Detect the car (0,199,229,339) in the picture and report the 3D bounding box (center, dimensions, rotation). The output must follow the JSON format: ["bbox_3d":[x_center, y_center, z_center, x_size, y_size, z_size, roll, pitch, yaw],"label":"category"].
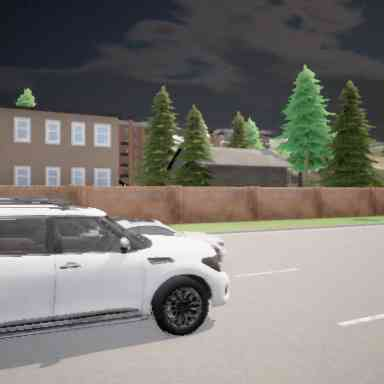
[{"bbox_3d":[-2.154,1.219,5.460,5.566,2.045,2.150,0,0,-23],"label":"car"}]

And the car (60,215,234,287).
[{"bbox_3d":[-1.279,1.524,9.621,4.674,1.442,1.812,0,0,-23],"label":"car"}]

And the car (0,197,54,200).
[{"bbox_3d":[-5.052,1.219,11.835,5.566,2.045,2.150,0,0,-23],"label":"car"}]
